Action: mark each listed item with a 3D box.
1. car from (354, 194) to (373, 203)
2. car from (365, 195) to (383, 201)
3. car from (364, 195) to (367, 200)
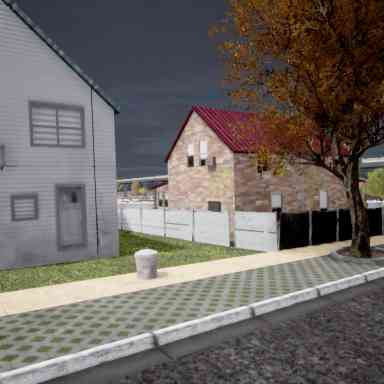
[{"bbox_3d":[38.569,1.440,74.916,2.097,1.767,4.553,-2,0,0],"label":"car"},{"bbox_3d":[31.932,1.837,59.401,2.033,1.411,5.357,-2,0,1],"label":"car"},{"bbox_3d":[28.662,1.879,59.532,1.882,1.535,5.008,-2,0,1],"label":"car"}]
